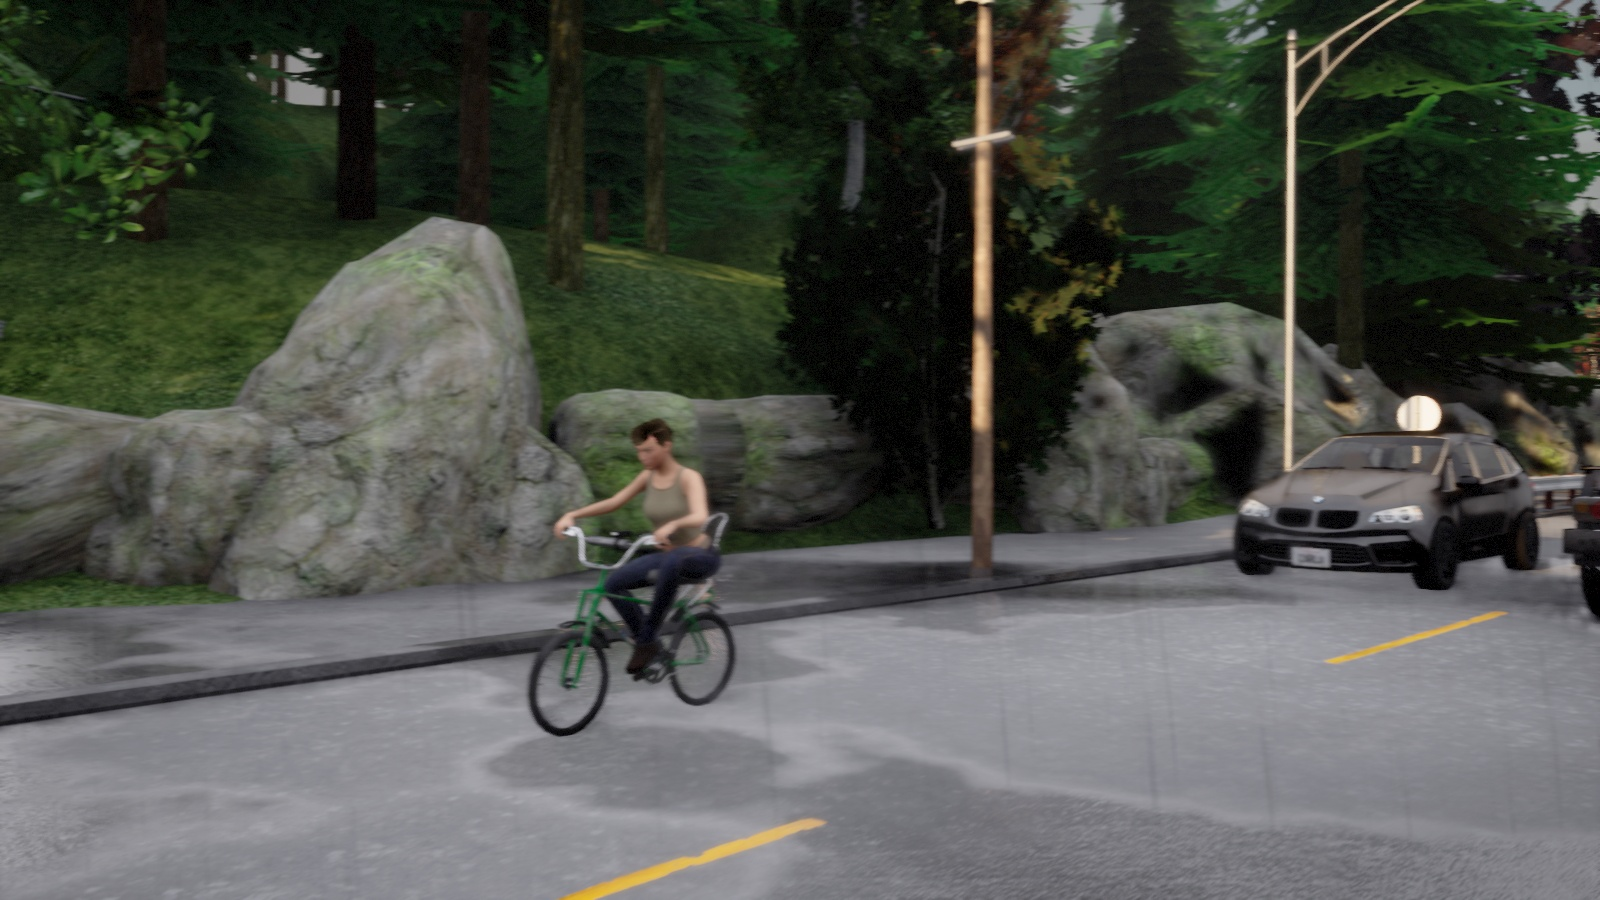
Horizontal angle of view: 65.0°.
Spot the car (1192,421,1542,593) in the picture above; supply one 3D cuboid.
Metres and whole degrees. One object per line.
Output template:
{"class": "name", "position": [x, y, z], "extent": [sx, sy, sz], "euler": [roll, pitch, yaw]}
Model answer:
{"class": "car", "position": [6.703, 0.544, 14.590], "extent": [2.242, 1.667, 4.611], "euler": [1, 0, 44]}

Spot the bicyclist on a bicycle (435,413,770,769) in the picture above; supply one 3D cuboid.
{"class": "bicyclist on a bicycle", "position": [-0.991, 0.634, 6.562], "extent": [0.866, 1.612, 1.509], "euler": [2, 1, 39]}

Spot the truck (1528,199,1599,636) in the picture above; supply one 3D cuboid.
{"class": "truck", "position": [9.809, -0.246, 12.066], "extent": [7.936, 3.462, 2.891], "euler": [0, 1, -45]}
